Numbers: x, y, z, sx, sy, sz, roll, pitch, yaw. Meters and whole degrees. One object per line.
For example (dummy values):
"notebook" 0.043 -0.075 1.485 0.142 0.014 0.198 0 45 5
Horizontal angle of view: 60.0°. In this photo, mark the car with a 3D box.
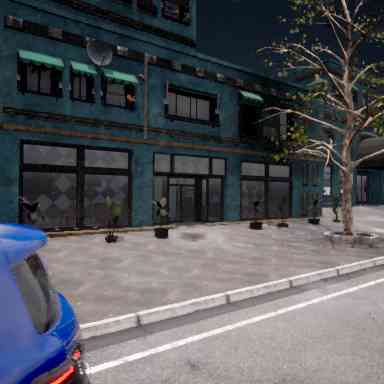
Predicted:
"car" -3.184 1.223 1.117 5.566 2.045 2.150 0 0 -35
